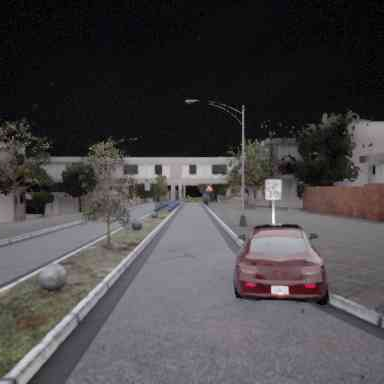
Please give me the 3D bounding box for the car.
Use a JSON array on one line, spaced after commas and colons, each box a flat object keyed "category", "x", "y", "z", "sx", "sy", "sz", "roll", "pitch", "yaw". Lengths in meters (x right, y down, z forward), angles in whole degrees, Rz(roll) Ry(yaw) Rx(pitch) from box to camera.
[{"category": "car", "x": 2.092, "y": 1.494, "z": 8.100, "sx": 1.812, "sy": 1.442, "sz": 4.674, "roll": -2, "pitch": 1, "yaw": 14}]
